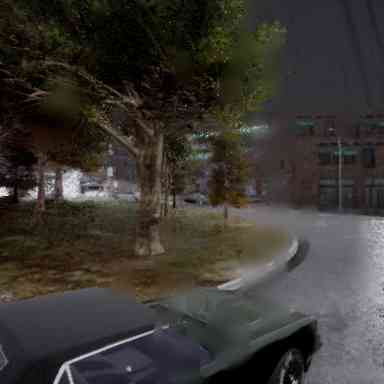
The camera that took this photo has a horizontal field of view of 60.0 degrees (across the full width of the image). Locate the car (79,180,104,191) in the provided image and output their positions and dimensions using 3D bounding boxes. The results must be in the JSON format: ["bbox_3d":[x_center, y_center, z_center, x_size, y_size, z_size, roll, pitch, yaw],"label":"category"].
[{"bbox_3d":[-21.390,-1.118,71.537,4.892,1.521,2.231,-1,5,-37],"label":"car"}]

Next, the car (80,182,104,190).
[{"bbox_3d":[-22.289,-1.339,74.435,4.674,1.452,2.002,-1,6,-37],"label":"car"}]

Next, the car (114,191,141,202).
[{"bbox_3d":[-8.323,0.619,44.938,4.674,1.442,1.812,3,0,21],"label":"car"}]

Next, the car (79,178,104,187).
[{"bbox_3d":[-25.026,-2.409,83.076,5.566,2.045,2.435,-1,6,-37],"label":"car"}]

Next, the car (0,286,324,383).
[{"bbox_3d":[-0.725,1.636,3.091,4.718,1.301,1.895,0,-1,-41],"label":"car"}]

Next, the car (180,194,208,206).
[{"bbox_3d":[0.536,0.942,43.705,4.902,1.511,2.128,3,1,40],"label":"car"}]

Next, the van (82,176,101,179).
[{"bbox_3d":[-24.008,-2.127,80.278,4.442,1.987,1.878,-1,5,-37],"label":"van"}]

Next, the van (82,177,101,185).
[{"bbox_3d":[-26.916,-2.903,88.816,4.442,1.987,1.878,-1,6,-37],"label":"van"}]
